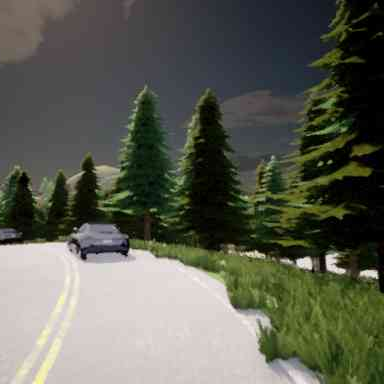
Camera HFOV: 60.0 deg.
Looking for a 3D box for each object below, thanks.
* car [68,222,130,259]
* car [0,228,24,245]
[{"bbox_3d":[-4.150,1.994,14.525,1.994,1.385,4.181,2,-4,-27],"label":"car"},{"bbox_3d":[-15.429,3.608,26.715,4.181,1.385,1.994,-9,-8,33],"label":"car"}]
